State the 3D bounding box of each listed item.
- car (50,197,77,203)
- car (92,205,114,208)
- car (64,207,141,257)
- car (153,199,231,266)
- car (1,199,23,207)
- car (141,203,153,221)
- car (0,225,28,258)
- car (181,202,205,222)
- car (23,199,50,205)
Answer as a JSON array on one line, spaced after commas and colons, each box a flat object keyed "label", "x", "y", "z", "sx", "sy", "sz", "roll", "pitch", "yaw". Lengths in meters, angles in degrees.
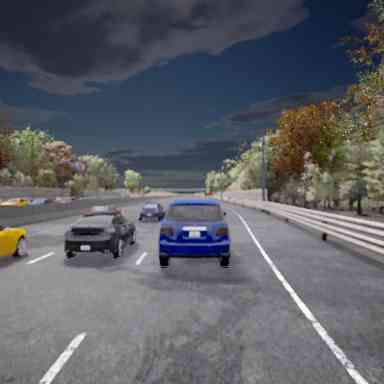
[{"label": "car", "x": -17.587, "y": 1.571, "z": 46.693, "sx": 2.097, "sy": 1.767, "sz": 4.553, "roll": 0, "pitch": 0, "yaw": 0}, {"label": "car", "x": -6.925, "y": 1.717, "z": 26.307, "sx": 1.895, "sy": 1.301, "sz": 4.718, "roll": 0, "pitch": 0, "yaw": 0}, {"label": "car", "x": -3.416, "y": 1.560, "z": 13.097, "sx": 1.837, "sy": 1.490, "sz": 4.892, "roll": 0, "pitch": 0, "yaw": 0}, {"label": "car", "x": 0.082, "y": 1.271, "z": 11.818, "sx": 2.150, "sy": 2.045, "sz": 5.566, "roll": 0, "pitch": 0, "yaw": 0}, {"label": "car", "x": -24.582, "y": 1.696, "z": 46.475, "sx": 1.882, "sy": 1.535, "sz": 5.008, "roll": 0, "pitch": -1, "yaw": 0}, {"label": "car", "x": -3.418, "y": 1.654, "z": 28.928, "sx": 1.812, "sy": 1.442, "sz": 4.674, "roll": 0, "pitch": 0, "yaw": 0}, {"label": "car", "x": -6.927, "y": 1.521, "z": 10.145, "sx": 1.882, "sy": 1.535, "sz": 5.008, "roll": 0, "pitch": 0, "yaw": 0}, {"label": "car", "x": 0.081, "y": 1.630, "z": 28.219, "sx": 1.837, "sy": 1.490, "sz": 4.892, "roll": 0, "pitch": 0, "yaw": 0}, {"label": "car", "x": -21.084, "y": 1.696, "z": 46.480, "sx": 1.882, "sy": 1.535, "sz": 5.008, "roll": 0, "pitch": -1, "yaw": 0}]
